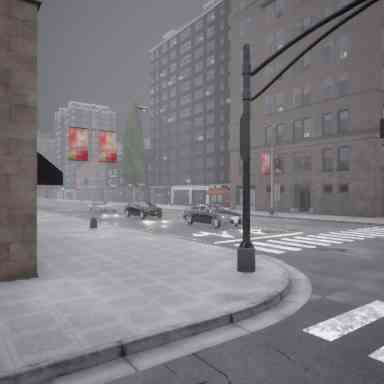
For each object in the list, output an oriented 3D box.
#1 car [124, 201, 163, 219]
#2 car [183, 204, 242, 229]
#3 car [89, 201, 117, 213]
[{"bbox_3d":[-4.538,1.579,30.659,1.882,1.535,5.008,0,0,-35],"label":"car"},{"bbox_3d":[1.284,1.554,22.549,2.128,1.511,4.902,0,0,-36],"label":"car"},{"bbox_3d":[-10.440,1.741,38.894,1.895,1.301,4.718,0,0,-36],"label":"car"}]
